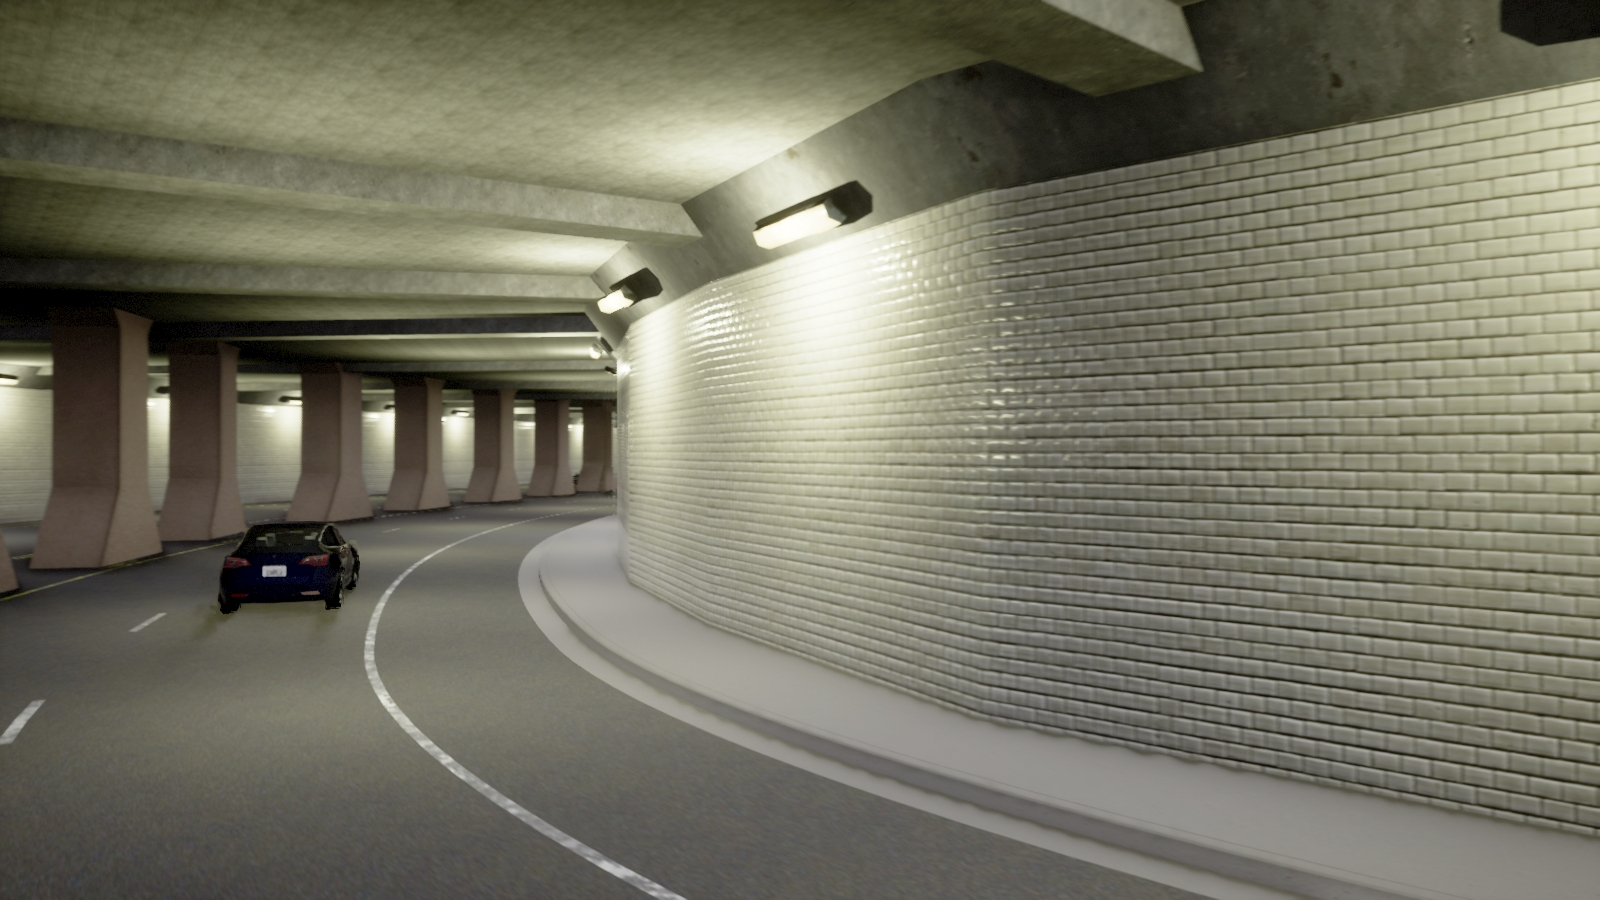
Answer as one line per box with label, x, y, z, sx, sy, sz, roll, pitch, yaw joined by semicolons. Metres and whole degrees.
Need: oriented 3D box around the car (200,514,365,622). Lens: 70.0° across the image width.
car;-9.483;2.077;21.342;2.163;1.488;4.792;0;0;-17
